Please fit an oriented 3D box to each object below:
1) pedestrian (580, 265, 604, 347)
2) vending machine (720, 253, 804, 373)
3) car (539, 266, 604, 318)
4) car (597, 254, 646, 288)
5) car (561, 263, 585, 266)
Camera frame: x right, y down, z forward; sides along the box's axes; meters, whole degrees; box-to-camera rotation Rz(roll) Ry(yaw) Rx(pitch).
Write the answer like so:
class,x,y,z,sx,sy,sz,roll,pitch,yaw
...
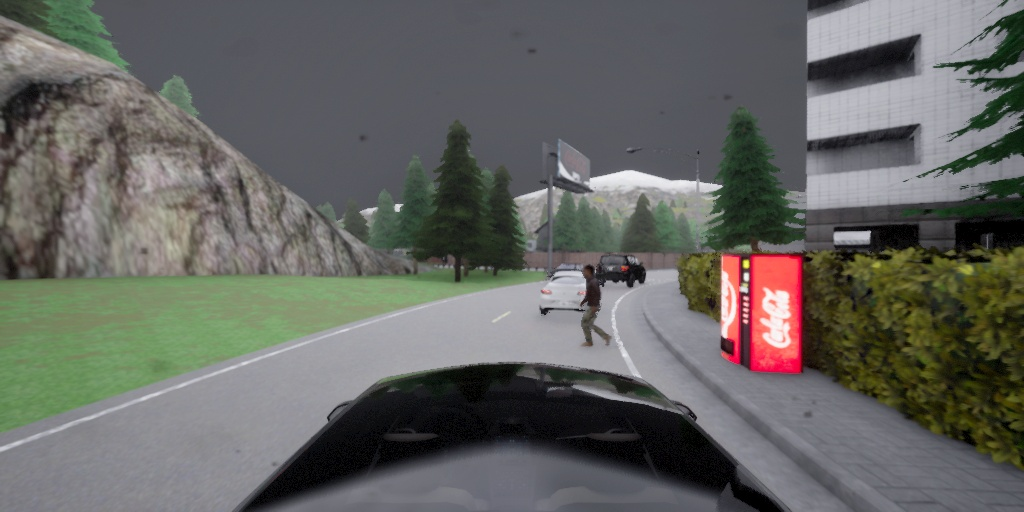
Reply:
class,x,y,z,sx,sy,sz,roll,pitch,yaw
pedestrian,1.721,1.031,7.734,0.375,1.860,0.375,0,0,10
vending machine,4.272,0.942,6.234,1.100,2.100,0.880,0,0,9
car,2.201,1.249,12.930,1.812,1.442,4.674,0,0,16
car,7.410,0.922,24.109,2.150,2.045,5.566,0,0,32
car,4.332,1.239,26.335,2.033,1.411,5.357,0,0,33
